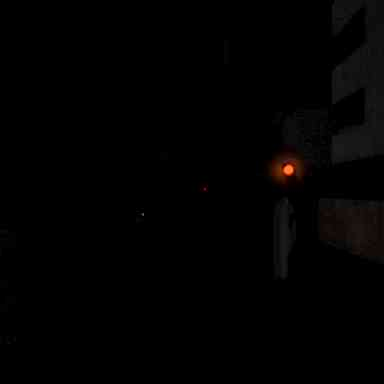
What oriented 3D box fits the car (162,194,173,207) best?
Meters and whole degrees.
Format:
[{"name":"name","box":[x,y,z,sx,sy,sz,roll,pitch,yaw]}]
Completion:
[{"name":"car","box":[-4.126,1.518,52.143,1.882,1.535,5.008,0,0,0]}]

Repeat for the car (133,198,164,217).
[{"name":"car","box":[-4.182,1.572,31.577,2.033,1.411,5.357,0,0,2]}]
